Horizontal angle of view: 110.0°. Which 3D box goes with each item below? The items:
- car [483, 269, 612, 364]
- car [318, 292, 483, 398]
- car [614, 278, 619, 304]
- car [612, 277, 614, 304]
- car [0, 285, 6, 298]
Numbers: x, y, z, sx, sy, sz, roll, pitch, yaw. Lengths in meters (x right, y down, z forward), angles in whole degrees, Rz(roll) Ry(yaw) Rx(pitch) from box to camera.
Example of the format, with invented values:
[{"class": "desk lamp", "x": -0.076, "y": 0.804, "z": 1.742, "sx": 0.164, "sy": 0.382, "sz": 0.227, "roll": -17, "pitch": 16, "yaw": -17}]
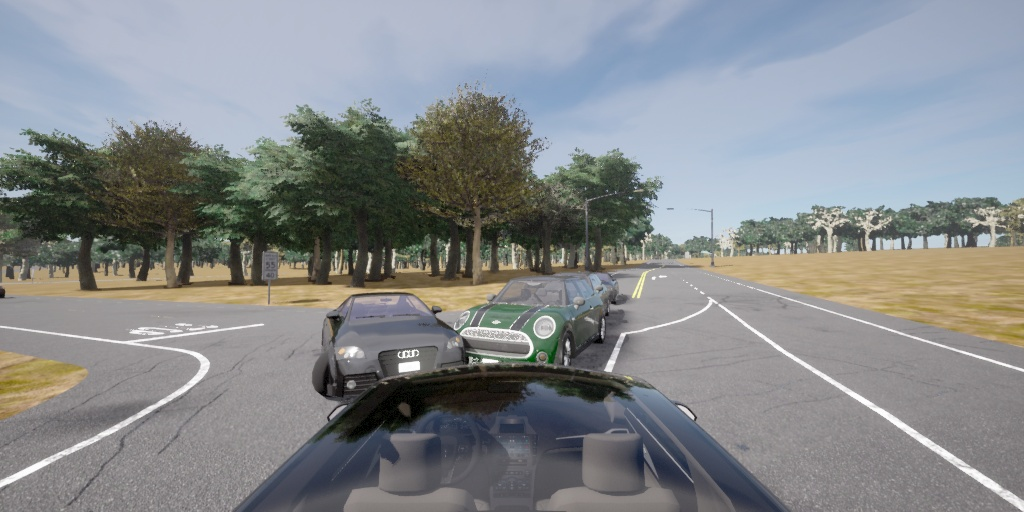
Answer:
[{"class": "car", "x": 0.619, "y": 1.218, "z": 7.804, "sx": 2.097, "sy": 1.767, "sz": 4.553, "roll": -1, "pitch": -2, "yaw": 26}, {"class": "car", "x": -2.353, "y": 1.376, "z": 6.599, "sx": 1.994, "sy": 1.385, "sz": 4.181, "roll": 1, "pitch": -2, "yaw": -29}, {"class": "car", "x": 4.220, "y": 1.509, "z": 17.843, "sx": 1.994, "sy": 1.385, "sz": 4.181, "roll": -1, "pitch": 0, "yaw": 19}, {"class": "car", "x": 2.026, "y": 1.344, "z": 12.117, "sx": 2.097, "sy": 1.767, "sz": 4.553, "roll": -1, "pitch": -1, "yaw": 21}, {"class": "car", "x": -40.858, "y": 2.562, "z": 27.364, "sx": 4.181, "sy": 1.385, "sz": 1.994, "roll": -2, "pitch": -3, "yaw": 22}]
